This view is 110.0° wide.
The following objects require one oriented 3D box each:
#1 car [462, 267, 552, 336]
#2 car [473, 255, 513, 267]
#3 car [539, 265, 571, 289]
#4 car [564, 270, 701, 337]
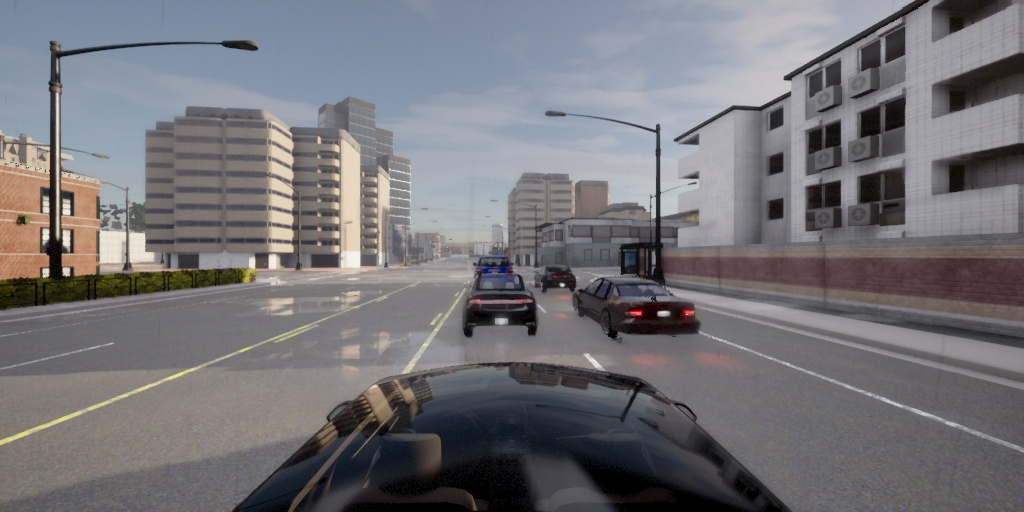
[{"bbox_3d":[-0.378,1.241,10.390,2.128,1.511,4.902,0,0,-3],"label":"car"},{"bbox_3d":[-1.084,0.973,20.999,2.150,2.045,5.566,0,0,-4],"label":"car"},{"bbox_3d":[2.431,1.254,20.933,1.837,1.490,4.892,0,0,-4],"label":"car"},{"bbox_3d":[3.146,1.297,10.295,2.033,1.411,5.357,0,0,-3],"label":"car"}]
